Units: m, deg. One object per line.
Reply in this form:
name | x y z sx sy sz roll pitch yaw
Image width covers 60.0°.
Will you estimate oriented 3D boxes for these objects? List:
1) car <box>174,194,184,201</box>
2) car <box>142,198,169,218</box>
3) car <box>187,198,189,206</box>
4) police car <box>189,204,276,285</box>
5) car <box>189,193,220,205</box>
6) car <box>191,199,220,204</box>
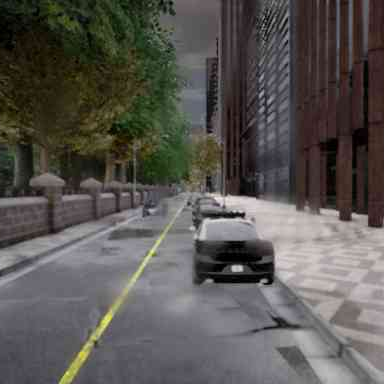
car | -2.623 1.104 68.181 1.895 1.301 4.718 0 0 0
car | -2.947 1.288 27.476 2.128 1.511 4.902 0 0 0
car | 0.281 1.192 47.458 2.033 1.411 5.357 0 0 1
police car | 0.950 1.359 9.449 1.930 1.638 5.238 0 0 0
car | 1.038 1.165 25.308 2.097 1.767 4.553 0 0 0
car | 1.005 1.365 19.339 1.837 1.490 4.892 0 0 0
